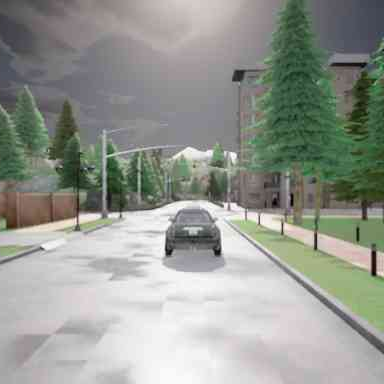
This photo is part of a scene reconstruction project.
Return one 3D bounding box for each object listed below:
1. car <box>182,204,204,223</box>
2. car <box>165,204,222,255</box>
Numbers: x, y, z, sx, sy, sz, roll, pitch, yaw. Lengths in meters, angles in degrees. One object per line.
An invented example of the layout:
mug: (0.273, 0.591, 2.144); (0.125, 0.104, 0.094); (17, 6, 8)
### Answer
car: (0.143, 1.803, 29.296); (1.812, 1.442, 4.674); (0, 0, 2)
car: (0.050, 1.483, 13.998); (2.097, 1.767, 4.553); (0, -1, 0)
